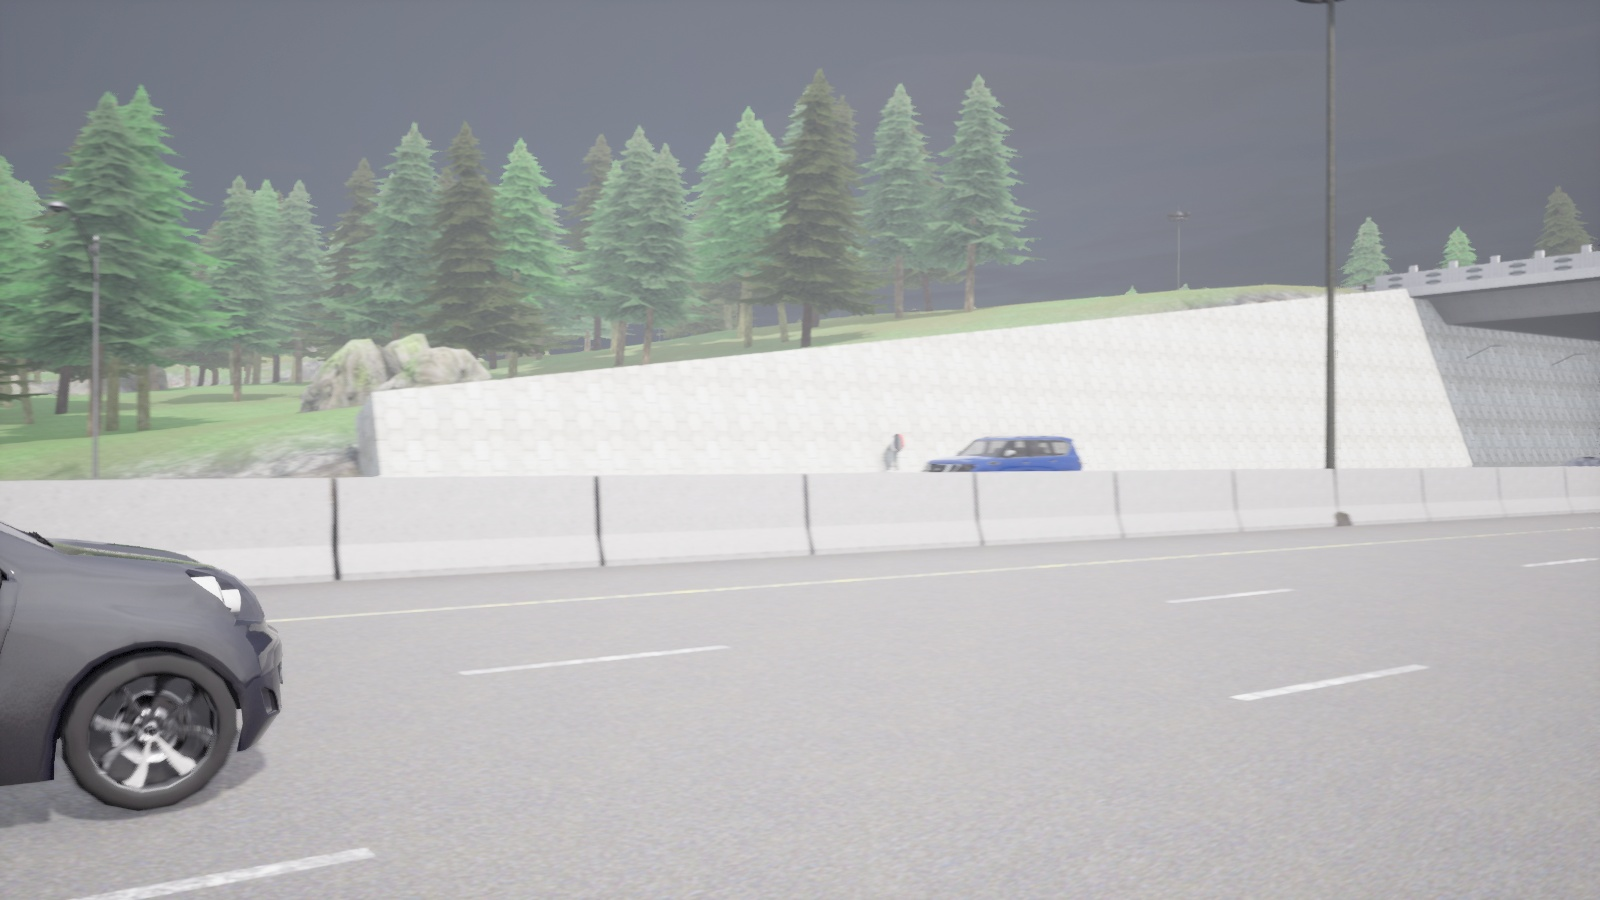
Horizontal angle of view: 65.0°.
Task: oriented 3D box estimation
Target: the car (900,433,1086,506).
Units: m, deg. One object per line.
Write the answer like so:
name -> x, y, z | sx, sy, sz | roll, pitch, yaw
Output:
car -> 5.820, 0.546, 37.561 | 5.566, 2.045, 2.150 | 0, 0, -35

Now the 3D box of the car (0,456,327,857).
car -> -4.048, 0.780, 5.106 | 3.633, 1.501, 1.845 | 0, 0, -35

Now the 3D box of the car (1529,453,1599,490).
car -> 32.450, 0.854, 51.831 | 5.357, 1.411, 2.033 | 0, 0, -35
